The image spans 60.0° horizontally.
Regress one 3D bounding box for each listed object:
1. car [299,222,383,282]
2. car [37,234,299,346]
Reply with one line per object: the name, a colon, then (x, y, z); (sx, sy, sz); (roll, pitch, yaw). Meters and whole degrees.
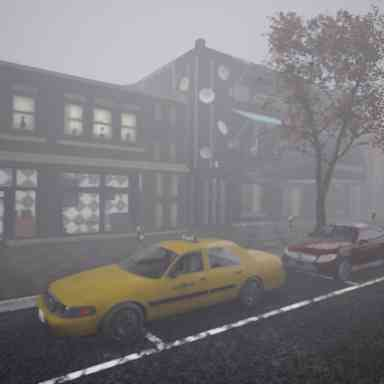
car: (4.462, 1.579, 9.727); (4.206, 1.307, 1.802); (0, 1, -35)
car: (-0.271, 1.524, 6.351); (4.829, 1.417, 1.752); (0, 1, -35)
